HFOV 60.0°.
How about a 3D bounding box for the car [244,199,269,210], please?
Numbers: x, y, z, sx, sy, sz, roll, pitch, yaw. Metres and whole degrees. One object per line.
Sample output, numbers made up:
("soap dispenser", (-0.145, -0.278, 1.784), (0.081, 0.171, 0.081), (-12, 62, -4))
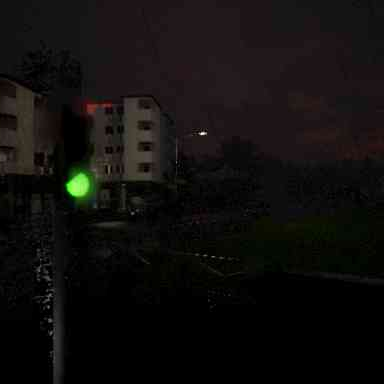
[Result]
("car", (8.375, 1.606, 43.078), (1.994, 1.385, 4.181), (0, 0, 36))

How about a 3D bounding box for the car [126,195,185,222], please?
("car", (-2.874, 1.262, 27.383), (2.150, 2.045, 5.566), (0, 0, 36))
